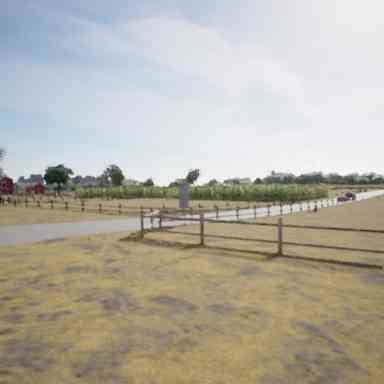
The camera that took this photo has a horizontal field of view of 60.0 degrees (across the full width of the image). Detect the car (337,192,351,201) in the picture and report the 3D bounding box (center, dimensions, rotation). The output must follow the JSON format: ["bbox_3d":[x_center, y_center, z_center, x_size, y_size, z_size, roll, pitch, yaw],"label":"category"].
[{"bbox_3d":[38.787,1.572,85.724,1.882,1.535,5.008,-1,1,36],"label":"car"}]
